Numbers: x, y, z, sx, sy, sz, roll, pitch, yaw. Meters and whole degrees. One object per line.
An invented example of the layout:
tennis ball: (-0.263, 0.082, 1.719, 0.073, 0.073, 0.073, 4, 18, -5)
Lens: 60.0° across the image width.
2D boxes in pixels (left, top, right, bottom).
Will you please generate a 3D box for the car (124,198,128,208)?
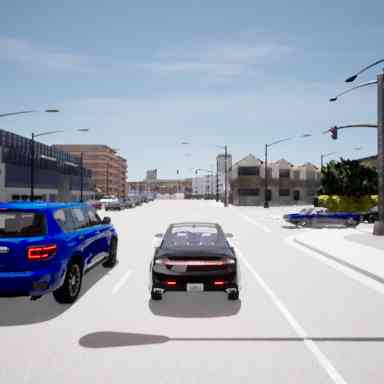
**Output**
car: (-10.651, 1.930, 46.087, 1.994, 1.385, 4.181, 0, 0, 0)

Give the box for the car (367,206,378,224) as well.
car: (15.071, 1.682, 25.515, 5.357, 1.411, 2.033, 0, -1, 0)

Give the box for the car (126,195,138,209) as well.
car: (-10.648, 1.777, 54.677, 2.097, 1.767, 4.553, 0, 0, 0)

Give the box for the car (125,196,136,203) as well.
car: (-14.090, 1.714, 76.419, 1.837, 1.490, 4.892, 0, 1, 0)

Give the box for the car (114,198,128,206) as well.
car: (-14.090, 1.956, 66.324, 1.895, 1.301, 4.718, 0, 1, 0)

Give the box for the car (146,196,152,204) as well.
car: (-10.587, 1.748, 73.756, 1.837, 1.490, 4.892, 0, 1, 0)

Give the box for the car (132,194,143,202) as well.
car: (-14.102, 1.525, 86.623, 2.097, 1.767, 4.553, 0, 0, 0)

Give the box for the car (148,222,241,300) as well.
car: (0.059, 1.505, 8.387, 2.128, 1.511, 4.902, 0, 0, 0)

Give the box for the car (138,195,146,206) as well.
car: (-10.621, 1.890, 63.584, 1.837, 1.490, 4.892, 0, 1, 1)

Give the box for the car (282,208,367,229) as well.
car: (8.497, 1.686, 21.854, 4.718, 1.301, 1.895, 0, -1, 0)

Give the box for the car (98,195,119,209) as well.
car: (-14.149, 1.642, 56.573, 2.150, 2.045, 5.566, 0, 0, 0)

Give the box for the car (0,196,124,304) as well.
car: (-3.442, 1.238, 8.343, 2.150, 2.045, 5.566, 0, 0, 0)

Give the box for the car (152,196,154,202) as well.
car: (-10.599, 1.702, 84.064, 2.033, 1.411, 5.357, 0, 0, 0)

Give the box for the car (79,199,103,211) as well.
car: (-14.155, 1.854, 46.869, 1.882, 1.535, 5.008, 0, -1, 0)
